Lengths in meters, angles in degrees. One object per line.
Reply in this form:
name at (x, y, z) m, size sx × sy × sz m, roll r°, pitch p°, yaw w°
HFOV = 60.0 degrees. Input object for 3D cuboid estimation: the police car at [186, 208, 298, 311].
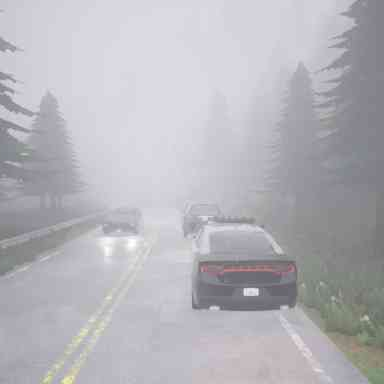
police car at (0.905, 1.408, 7.957) m, size 1.930 × 1.638 × 5.238 m, roll 0°, pitch 0°, yaw -1°

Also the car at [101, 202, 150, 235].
car at (-3.800, 1.529, 19.143) m, size 2.033 × 1.411 × 5.357 m, roll 0°, pitch 0°, yaw -4°

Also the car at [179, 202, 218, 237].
car at (0.529, 1.313, 17.928) m, size 2.097 × 1.767 × 4.553 m, roll 0°, pitch 0°, yaw -3°

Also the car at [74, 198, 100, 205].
car at (-17.594, 1.769, 55.345) m, size 4.902 × 1.511 × 2.128 m, roll -3°, pitch 3°, yaw 27°

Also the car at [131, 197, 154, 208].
car at (-7.000, 1.460, 46.070) m, size 1.837 × 1.490 × 4.892 m, roll -3°, pitch 1°, yaw -35°
